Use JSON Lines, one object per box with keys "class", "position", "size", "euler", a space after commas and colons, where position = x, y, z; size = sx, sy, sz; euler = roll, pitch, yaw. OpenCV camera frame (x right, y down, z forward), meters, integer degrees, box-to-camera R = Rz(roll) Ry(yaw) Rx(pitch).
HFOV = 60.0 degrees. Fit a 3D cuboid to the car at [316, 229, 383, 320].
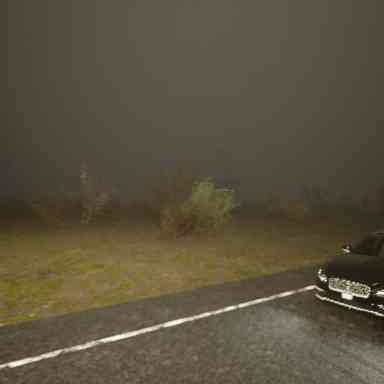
{"class": "car", "position": [4.666, 1.569, 7.164], "size": [4.892, 1.490, 1.837], "euler": [0, 0, -35]}
